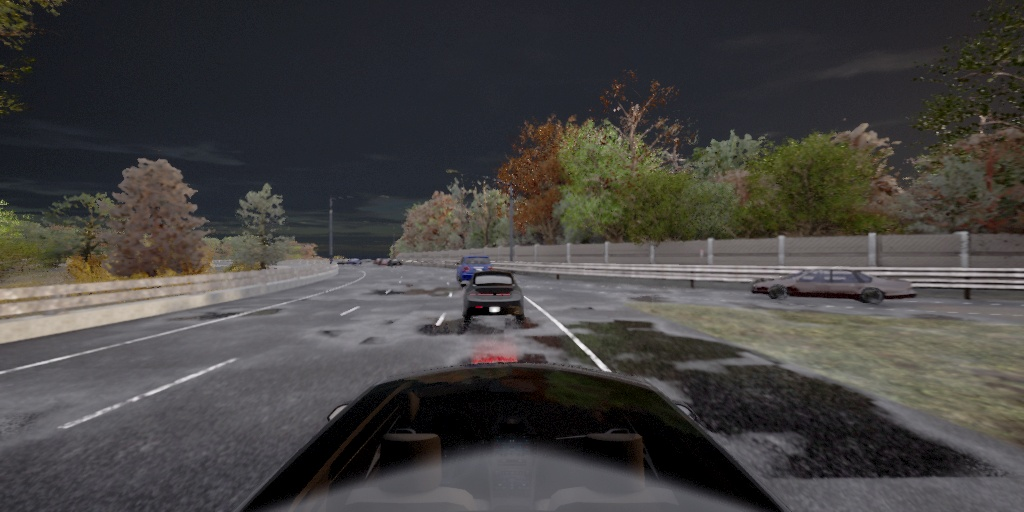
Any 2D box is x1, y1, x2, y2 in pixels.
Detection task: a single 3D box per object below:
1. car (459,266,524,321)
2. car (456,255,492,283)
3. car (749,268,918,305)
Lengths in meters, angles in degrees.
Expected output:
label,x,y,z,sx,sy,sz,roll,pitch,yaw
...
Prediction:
label,x,y,z,sx,sy,sz,roll,pitch,yaw
car,-0.699,1.257,12.496,1.837,1.490,4.892,0,0,-5
car,-2.689,0.980,25.318,2.150,2.045,5.566,0,0,-12
car,13.516,1.251,15.583,5.357,1.411,2.033,0,0,30
